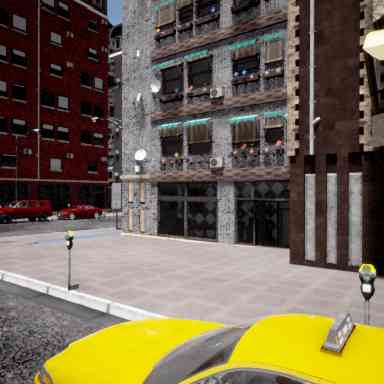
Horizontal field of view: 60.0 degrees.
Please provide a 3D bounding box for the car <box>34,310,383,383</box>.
[{"bbox_3d":[0.754,1.525,2.338,4.829,1.417,1.752,0,0,36],"label":"car"}]

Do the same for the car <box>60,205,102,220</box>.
[{"bbox_3d":[-10.840,1.923,32.274,1.887,1.381,4.507,-1,-2,35],"label":"car"}]

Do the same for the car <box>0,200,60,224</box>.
[{"bbox_3d":[-14.136,1.591,27.635,2.192,1.841,5.009,-1,-2,35],"label":"car"}]
